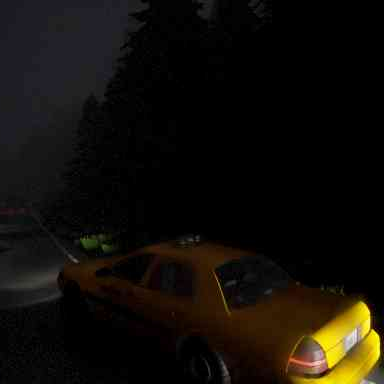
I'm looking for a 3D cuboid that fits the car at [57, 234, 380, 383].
[{"bbox_3d":[-0.255,1.417,5.086,5.366,1.575,1.801,1,1,44],"label":"car"}]

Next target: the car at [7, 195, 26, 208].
[{"bbox_3d":[-21.129,1.057,40.065,2.128,1.511,4.902,-2,2,-26],"label":"car"}]
